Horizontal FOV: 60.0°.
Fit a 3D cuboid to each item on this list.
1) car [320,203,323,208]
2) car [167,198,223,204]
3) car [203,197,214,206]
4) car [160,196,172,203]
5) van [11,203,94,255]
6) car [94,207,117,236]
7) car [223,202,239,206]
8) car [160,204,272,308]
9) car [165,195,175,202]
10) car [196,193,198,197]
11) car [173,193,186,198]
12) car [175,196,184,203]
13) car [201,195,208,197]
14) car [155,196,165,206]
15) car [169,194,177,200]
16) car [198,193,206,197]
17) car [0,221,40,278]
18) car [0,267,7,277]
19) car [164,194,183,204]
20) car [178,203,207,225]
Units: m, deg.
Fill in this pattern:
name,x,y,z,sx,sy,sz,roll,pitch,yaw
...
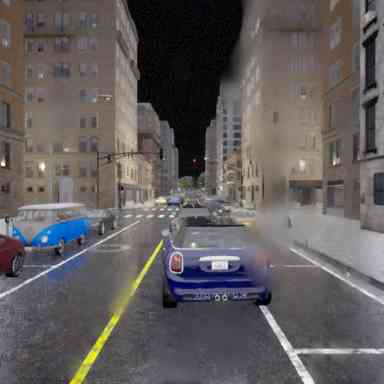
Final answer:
name,x,y,z,sx,sy,sz,roll,pitch,yaw
car,17.380,1.494,38.355,4.718,1.301,1.895,0,0,0
car,0.110,1.351,15.425,2.097,1.767,4.553,0,0,0
car,2.758,1.577,56.301,1.802,1.307,4.206,0,0,0
car,-5.243,1.558,67.679,1.947,1.339,4.313,0,0,0
van,-5.365,1.340,12.948,1.690,1.788,3.998,0,0,0
car,-5.352,1.549,18.354,2.008,1.369,4.403,0,0,0
car,2.683,1.524,18.507,1.752,1.417,4.829,0,0,0
car,0.321,1.351,8.154,2.097,1.767,4.553,0,0,-5
car,-5.218,1.540,79.042,2.008,1.369,4.403,0,0,0
car,2.819,1.302,84.710,2.192,1.841,5.009,0,0,0
car,-2.692,1.216,60.483,2.150,2.045,5.566,0,0,1
car,-2.599,1.516,70.589,1.812,1.442,4.674,0,0,0
car,2.745,1.547,50.620,2.008,1.369,4.403,0,0,0
car,-5.268,1.520,56.147,1.752,1.417,4.829,0,0,0
car,-5.194,1.425,90.404,1.967,1.590,4.097,0,0,0
car,2.794,1.431,73.346,1.967,1.590,4.097,0,0,0
car,-5.378,1.581,7.541,1.802,1.307,4.206,0,0,0
car,-2.845,1.525,1.099,1.812,1.442,4.674,0,0,0
car,-2.734,1.474,50.495,1.882,1.535,5.008,0,0,0
car,0.071,1.562,25.086,1.994,1.385,4.181,0,0,0
